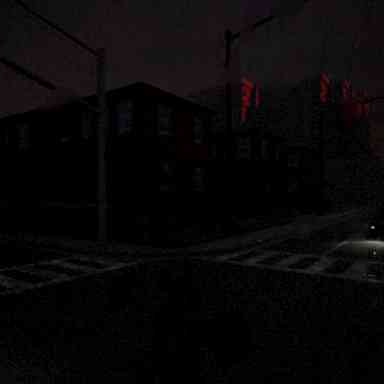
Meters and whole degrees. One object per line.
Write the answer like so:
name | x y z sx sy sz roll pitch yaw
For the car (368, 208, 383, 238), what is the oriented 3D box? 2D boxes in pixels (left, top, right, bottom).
car | 10.516 1.561 17.294 2.033 1.411 5.357 -1 0 35
